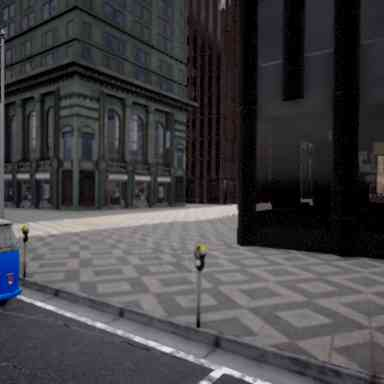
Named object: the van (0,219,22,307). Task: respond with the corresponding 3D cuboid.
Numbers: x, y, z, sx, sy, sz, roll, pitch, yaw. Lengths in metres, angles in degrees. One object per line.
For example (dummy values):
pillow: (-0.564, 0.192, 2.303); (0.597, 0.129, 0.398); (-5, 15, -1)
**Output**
van: (-5.083, 1.334, 6.622); (3.998, 1.788, 1.690); (0, 1, 36)
